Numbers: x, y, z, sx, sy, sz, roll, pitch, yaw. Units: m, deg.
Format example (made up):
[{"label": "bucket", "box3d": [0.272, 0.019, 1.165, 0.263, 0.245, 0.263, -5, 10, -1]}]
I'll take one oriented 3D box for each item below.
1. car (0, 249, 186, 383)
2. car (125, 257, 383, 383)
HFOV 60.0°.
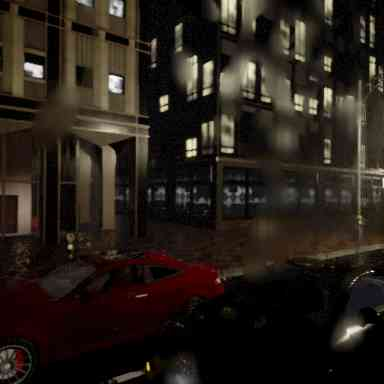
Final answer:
[{"label": "car", "box3d": [-1.356, 1.598, 5.131, 4.206, 1.307, 1.802, 1, 0, -36]}, {"label": "car", "box3d": [1.550, 1.596, 4.169, 4.181, 1.385, 1.994, 1, 0, -35]}]
